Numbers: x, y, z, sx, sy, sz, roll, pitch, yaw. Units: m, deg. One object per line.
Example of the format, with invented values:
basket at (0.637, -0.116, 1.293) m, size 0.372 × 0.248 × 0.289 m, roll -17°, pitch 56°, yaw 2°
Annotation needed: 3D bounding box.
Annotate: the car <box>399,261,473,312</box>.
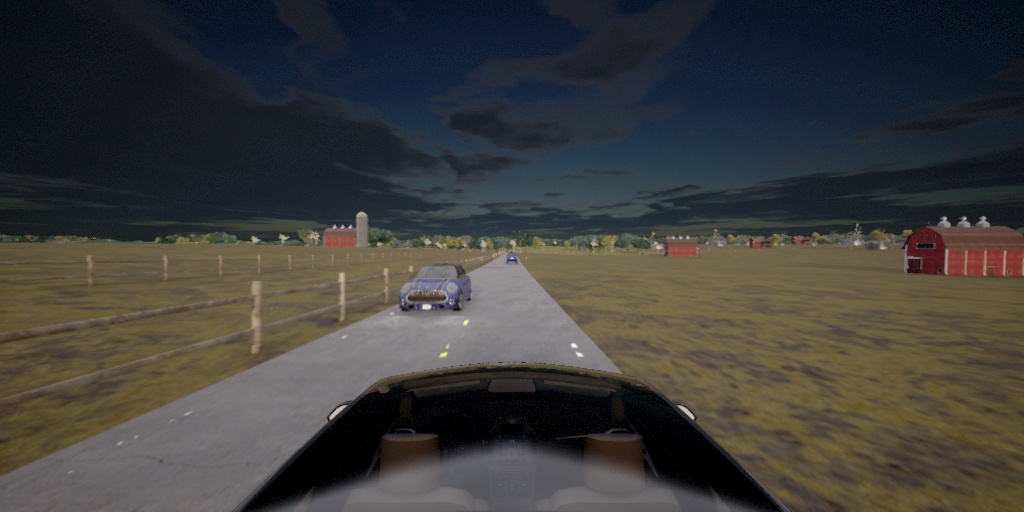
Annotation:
car at (-2.807, 1.080, 14.075) m, size 2.097 × 1.767 × 4.553 m, roll 0°, pitch 0°, yaw 1°
